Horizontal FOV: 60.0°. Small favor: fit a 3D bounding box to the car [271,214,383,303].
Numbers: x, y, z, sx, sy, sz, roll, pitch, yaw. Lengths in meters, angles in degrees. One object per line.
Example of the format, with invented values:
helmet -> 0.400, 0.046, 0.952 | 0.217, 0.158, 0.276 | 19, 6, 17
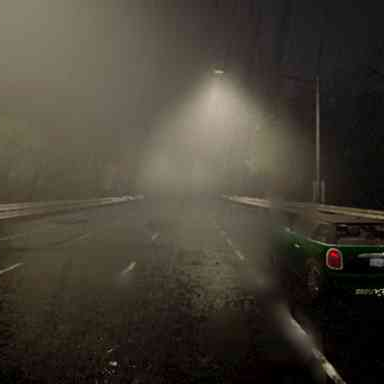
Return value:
car -> 3.459, 1.328, 8.339 | 2.097, 1.767, 4.553 | 0, 0, 0
